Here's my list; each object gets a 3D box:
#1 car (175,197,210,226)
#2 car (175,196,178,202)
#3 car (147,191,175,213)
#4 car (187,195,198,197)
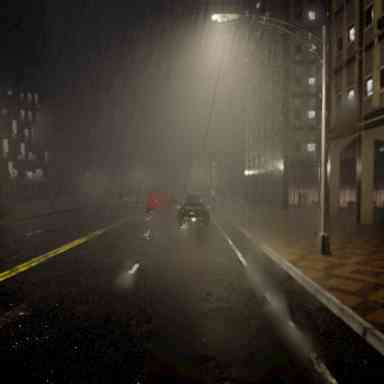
[{"bbox_3d":[0.100,1.322,21.523,1.837,1.490,4.892,0,0,0],"label":"car"},{"bbox_3d":[-3.152,1.158,51.172,1.895,1.301,4.718,0,1,0],"label":"car"},{"bbox_3d":[-3.152,0.942,32.935,2.150,2.045,5.566,0,0,0],"label":"car"},{"bbox_3d":[0.098,1.084,45.826,1.882,1.535,5.008,0,0,0],"label":"car"}]
